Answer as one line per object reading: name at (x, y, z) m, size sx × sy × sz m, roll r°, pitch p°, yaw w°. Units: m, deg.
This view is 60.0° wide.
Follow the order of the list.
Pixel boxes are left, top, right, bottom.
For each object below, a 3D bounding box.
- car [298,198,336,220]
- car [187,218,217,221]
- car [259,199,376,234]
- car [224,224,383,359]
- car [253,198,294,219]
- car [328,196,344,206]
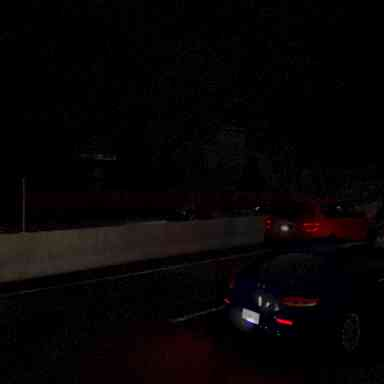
car at (11.454, 1.487, 30.278) m, size 2.097 × 1.767 × 4.553 m, roll 0°, pitch 0°, yaw 37°
car at (0.337, 1.598, 27.906) m, size 1.882 × 1.535 × 5.008 m, roll 0°, pitch 0°, yaw 43°
car at (5.022, 1.279, 12.659) m, size 5.566 × 2.045 × 2.150 m, roll 0°, pitch 0°, yaw -42°
car at (2.612, 1.554, 6.021) m, size 4.674 × 1.442 × 1.812 m, roll 0°, pitch 0°, yaw -38°
car at (7.725, 1.489, 31.211) m, size 2.097 × 1.767 × 4.553 m, roll 0°, pitch 0°, yaw 38°
car at (25.855, 1.626, 59.749) m, size 2.097 × 1.767 × 4.553 m, roll 0°, pitch -1°, yaw 31°
